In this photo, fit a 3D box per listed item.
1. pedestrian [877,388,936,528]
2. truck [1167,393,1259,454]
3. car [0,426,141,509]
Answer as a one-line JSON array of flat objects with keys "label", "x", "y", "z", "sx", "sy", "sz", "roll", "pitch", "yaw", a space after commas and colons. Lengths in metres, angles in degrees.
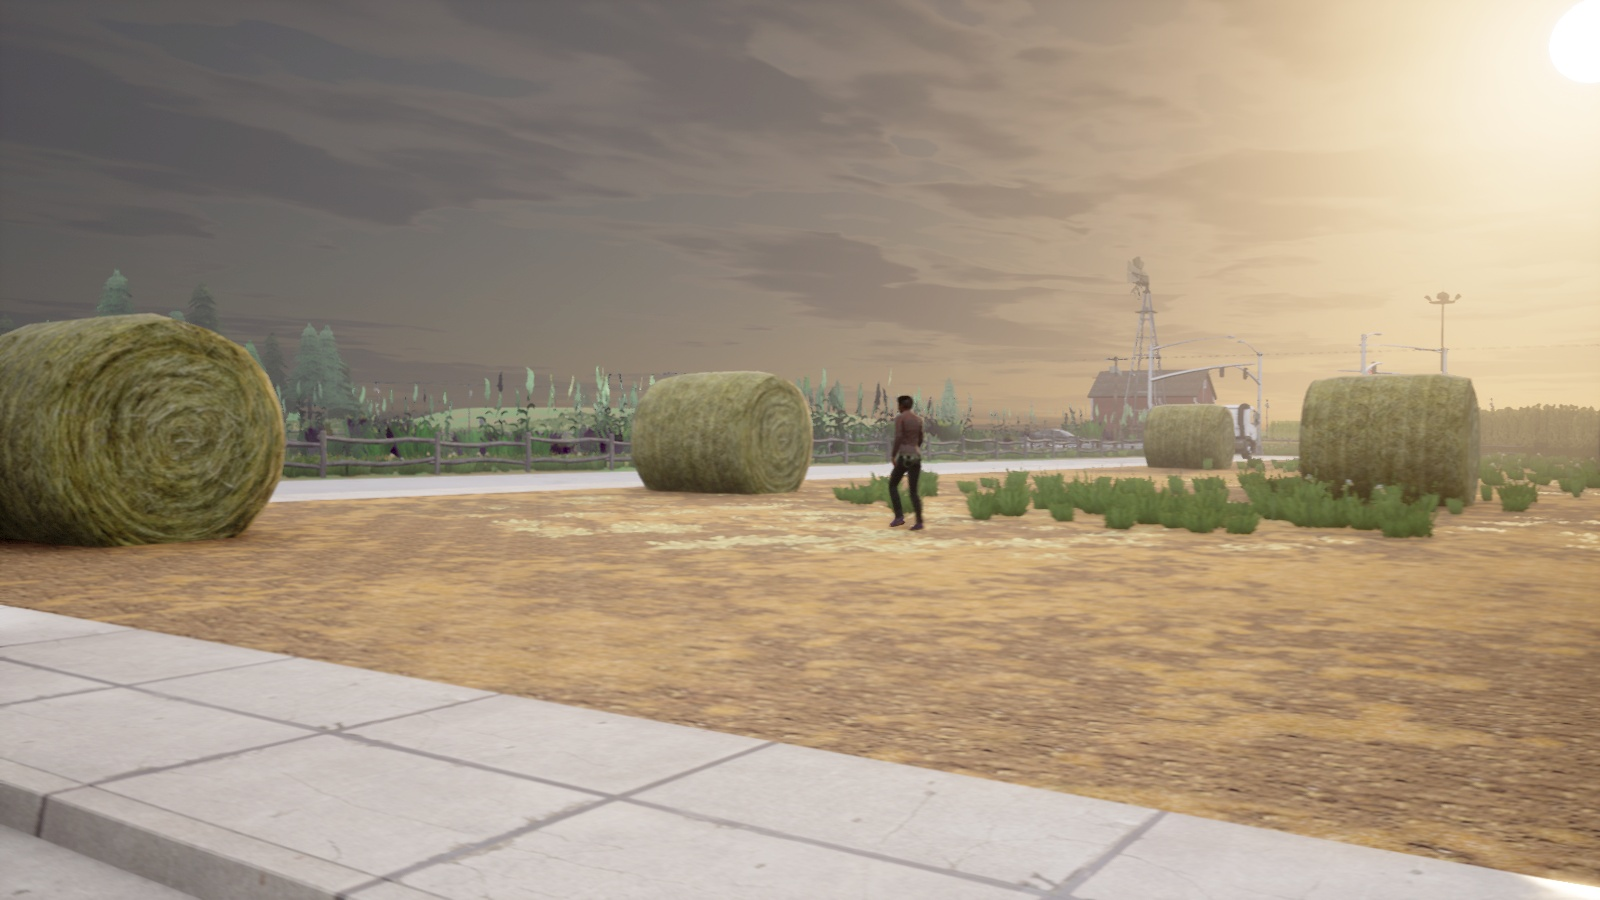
[{"label": "pedestrian", "x": 1.404, "y": 0.100, "z": 16.659, "sx": 0.328, "sy": 1.805, "sz": 0.869, "roll": -1, "pitch": 1, "yaw": -31}, {"label": "truck", "x": 24.935, "y": -1.584, "z": 75.512, "sx": 2.891, "sy": 3.462, "sz": 7.936, "roll": 0, "pitch": 1, "yaw": 36}, {"label": "car", "x": -16.049, "y": 0.333, "z": 25.812, "sx": 1.851, "sy": 1.617, "sz": 3.988, "roll": 0, "pitch": 1, "yaw": 36}]
